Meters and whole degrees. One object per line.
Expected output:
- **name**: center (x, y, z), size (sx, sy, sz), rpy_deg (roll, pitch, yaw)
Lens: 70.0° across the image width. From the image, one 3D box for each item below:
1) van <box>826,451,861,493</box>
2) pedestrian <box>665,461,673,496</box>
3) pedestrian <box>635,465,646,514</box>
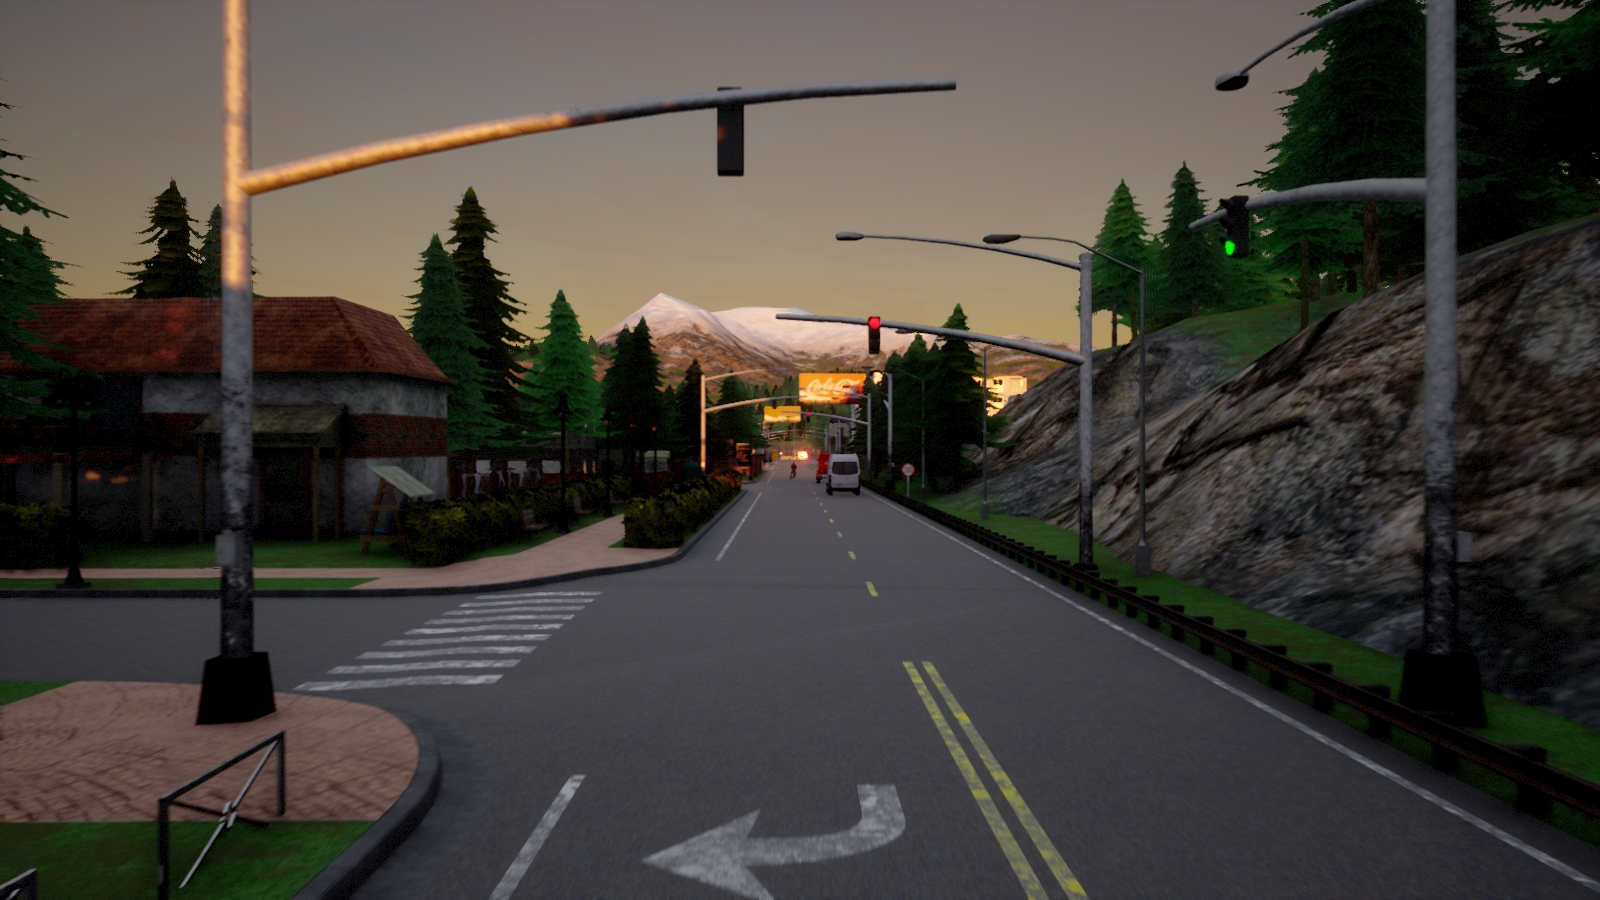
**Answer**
- **van**: center (2.726, 1.340, 72.871), size (1.988, 2.561, 5.915), rpy_deg (0, 0, -1)
- **pedestrian**: center (-6.939, 1.502, 60.637), size (0.375, 1.860, 0.375), rpy_deg (0, 0, -1)
- **pedestrian**: center (-6.129, 1.502, 43.845), size (0.375, 1.860, 0.375), rpy_deg (0, 0, 1)
